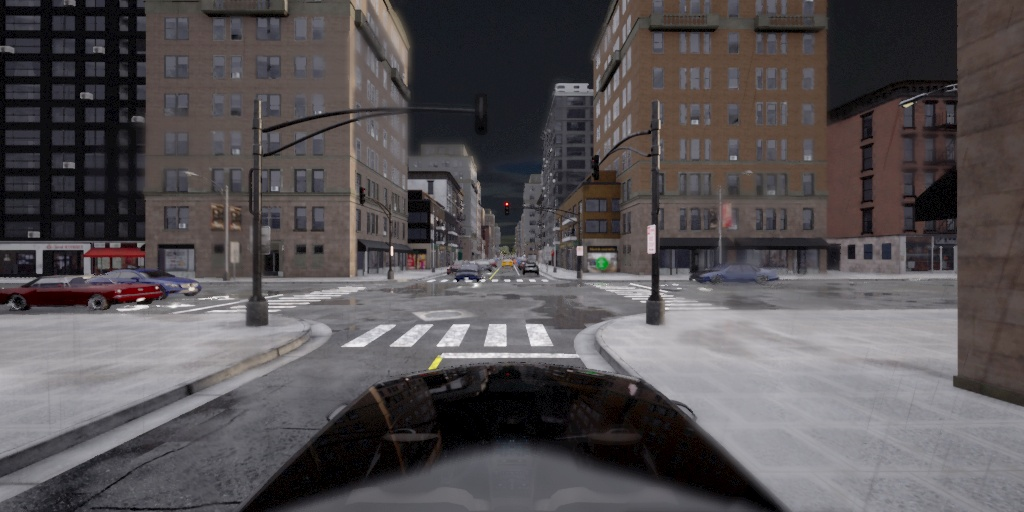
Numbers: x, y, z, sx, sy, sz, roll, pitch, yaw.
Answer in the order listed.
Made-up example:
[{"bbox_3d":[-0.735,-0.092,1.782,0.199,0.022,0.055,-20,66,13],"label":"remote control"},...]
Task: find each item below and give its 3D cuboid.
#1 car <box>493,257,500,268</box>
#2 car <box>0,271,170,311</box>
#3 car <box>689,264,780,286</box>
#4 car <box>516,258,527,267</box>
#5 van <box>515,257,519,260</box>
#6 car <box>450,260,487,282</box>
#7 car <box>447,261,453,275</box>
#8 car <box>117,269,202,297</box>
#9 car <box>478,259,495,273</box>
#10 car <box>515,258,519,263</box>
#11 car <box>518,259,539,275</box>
[{"bbox_3d":[-3.614,1.310,61.911,1.882,1.535,5.008,0,0,0],"label":"car"},{"bbox_3d":[-16.788,1.402,14.048,4.718,1.301,1.895,0,0,-1],"label":"car"},{"bbox_3d":[15.064,1.240,24.401,5.357,1.411,2.033,0,0,-1],"label":"car"},{"bbox_3d":[1.928,1.391,50.782,1.802,1.307,4.207,0,0,0],"label":"car"},{"bbox_3d":[1.846,1.173,61.803,1.690,1.789,3.998,0,0,0],"label":"van"},{"bbox_3d":[-3.383,1.320,29.129,2.033,1.411,5.357,0,0,-1],"label":"car"},{"bbox_3d":[-6.015,1.230,39.701,1.967,1.591,4.097,0,0,0],"label":"car"},{"bbox_3d":[-17.742,1.337,17.279,4.674,1.442,1.812,0,0,1],"label":"car"},{"bbox_3d":[-3.513,1.324,45.047,1.812,1.442,4.674,0,0,0],"label":"car"},{"bbox_3d":[1.887,1.386,56.293,1.948,1.339,4.313,0,0,0],"label":"car"},{"bbox_3d":[2.010,1.355,39.760,1.948,1.339,4.313,0,0,0],"label":"car"}]
